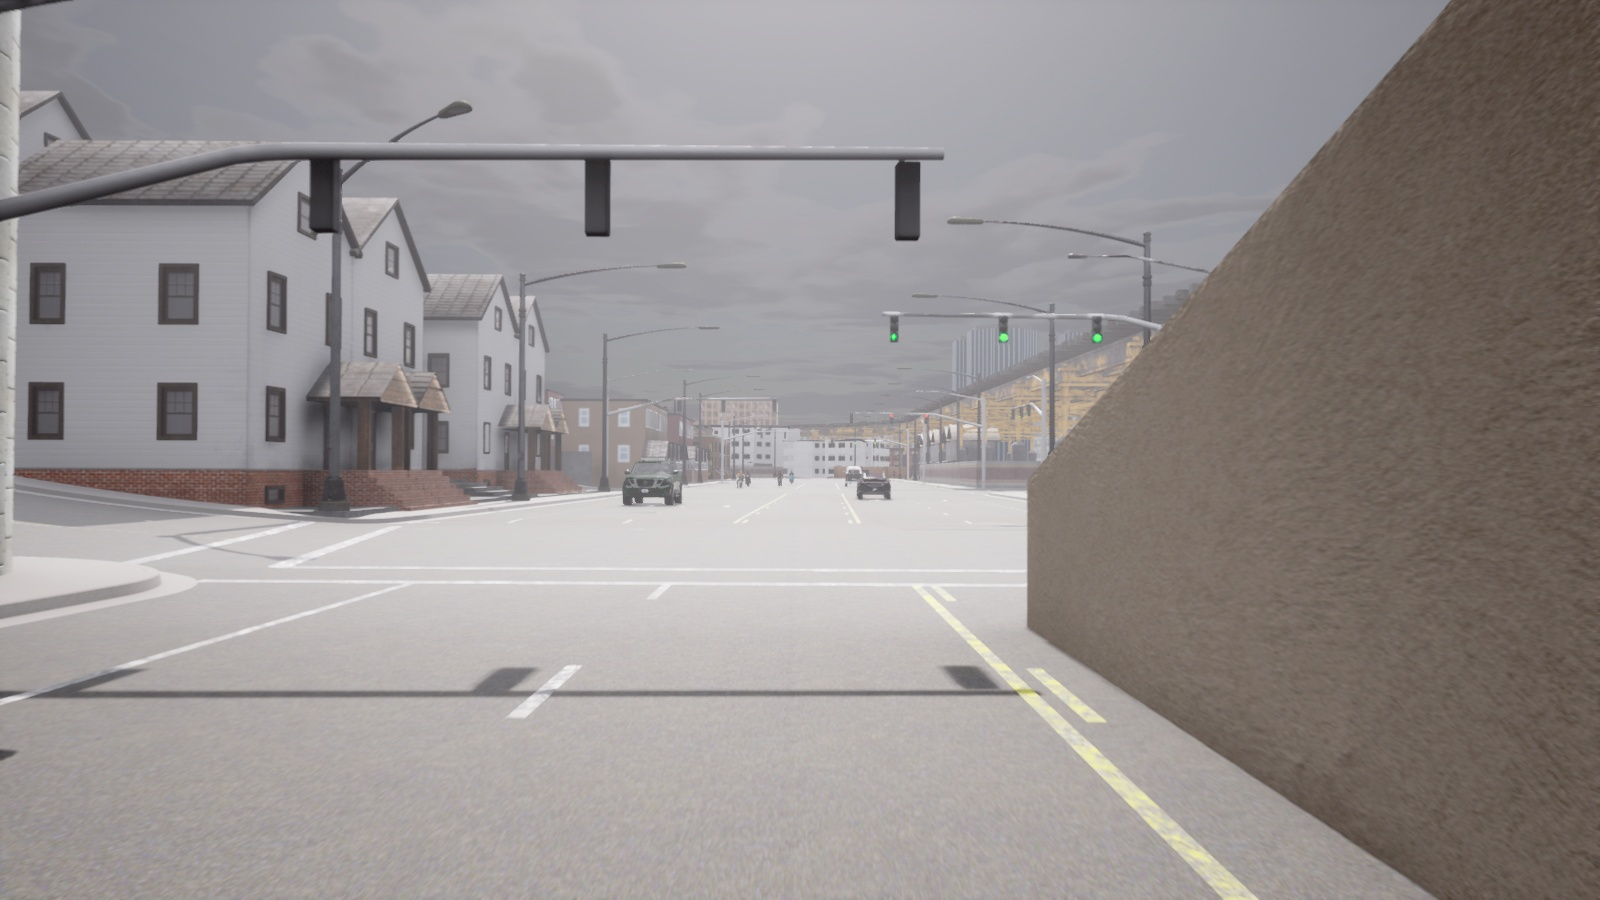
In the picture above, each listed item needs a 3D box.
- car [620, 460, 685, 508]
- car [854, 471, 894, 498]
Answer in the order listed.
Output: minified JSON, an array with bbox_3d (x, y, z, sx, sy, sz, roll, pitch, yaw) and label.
[{"bbox_3d":[-6.646,1.518,57.191,2.150,2.045,5.566,0,-1,1],"label":"car"},{"bbox_3d":[4.187,1.954,71.655,2.128,1.511,4.902,0,-1,1],"label":"car"}]
